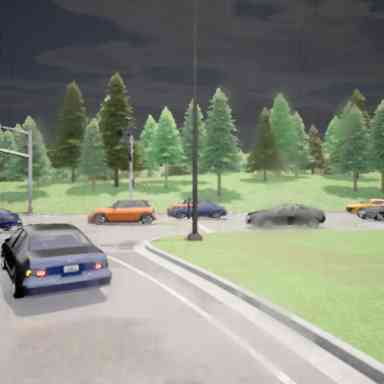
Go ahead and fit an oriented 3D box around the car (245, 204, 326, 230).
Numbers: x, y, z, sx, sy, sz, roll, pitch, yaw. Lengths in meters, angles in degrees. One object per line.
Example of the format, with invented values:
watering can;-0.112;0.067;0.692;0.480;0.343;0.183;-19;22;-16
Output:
car;5.778;1.471;20.602;4.902;1.511;2.128;0;0;-8

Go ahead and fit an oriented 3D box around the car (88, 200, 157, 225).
car;-4.713;1.317;22.715;4.553;1.767;2.097;0;0;-8

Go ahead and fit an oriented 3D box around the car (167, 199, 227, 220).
car;0.497;1.492;26.945;4.674;1.442;1.812;0;0;-8

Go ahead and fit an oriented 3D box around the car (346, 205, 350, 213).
car;17.776;1.453;32.820;5.008;1.535;1.882;0;0;-8

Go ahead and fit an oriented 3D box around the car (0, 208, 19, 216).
car;-11.899;1.490;18.208;4.674;1.442;1.812;0;0;-8

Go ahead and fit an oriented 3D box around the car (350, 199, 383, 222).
car;15.178;1.474;25.405;4.902;1.511;2.128;0;0;-8

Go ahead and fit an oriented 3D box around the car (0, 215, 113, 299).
car;-3.722;1.533;8.579;2.033;1.411;5.357;0;0;-33
